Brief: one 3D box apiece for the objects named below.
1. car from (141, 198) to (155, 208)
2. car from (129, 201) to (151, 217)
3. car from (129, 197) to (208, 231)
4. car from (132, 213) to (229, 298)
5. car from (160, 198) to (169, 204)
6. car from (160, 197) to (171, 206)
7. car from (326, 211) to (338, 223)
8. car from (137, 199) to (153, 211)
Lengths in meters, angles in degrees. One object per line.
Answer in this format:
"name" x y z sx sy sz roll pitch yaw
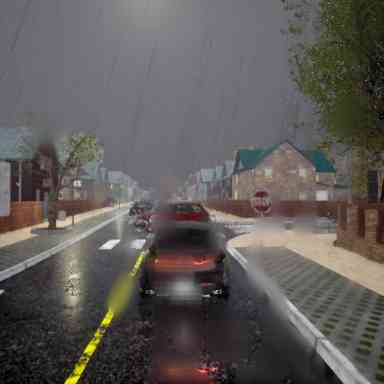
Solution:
"car" -7.015 1.754 53.734 2.033 1.411 5.357 0 0 -5
"car" -5.184 1.640 33.673 1.994 1.385 4.181 0 0 -5
"car" -1.099 1.376 18.514 4.553 1.767 2.097 0 0 -43
"car" -0.163 1.514 8.501 1.837 1.490 4.892 0 0 0
"car" -5.991 1.875 72.936 1.895 1.301 4.718 0 -1 -5
"car" -5.021 1.787 62.534 1.837 1.490 4.892 0 0 -5
"car" 11.841 1.563 22.967 4.718 1.301 1.895 0 -1 -6
"car" -6.104 1.696 43.508 1.994 1.385 4.181 0 0 -6
